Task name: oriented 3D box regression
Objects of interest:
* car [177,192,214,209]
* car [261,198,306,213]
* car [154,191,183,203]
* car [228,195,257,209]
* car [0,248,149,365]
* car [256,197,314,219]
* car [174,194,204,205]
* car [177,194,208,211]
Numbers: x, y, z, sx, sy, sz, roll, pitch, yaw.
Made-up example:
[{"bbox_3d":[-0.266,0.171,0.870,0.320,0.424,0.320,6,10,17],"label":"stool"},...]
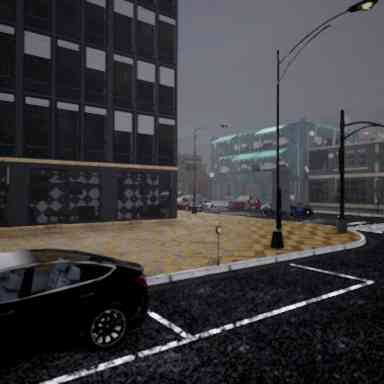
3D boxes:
[{"bbox_3d":[0.405,1.112,36.604,2.128,1.511,4.902,0,1,-36],"label":"car"},{"bbox_3d":[9.339,1.318,34.217,1.802,1.307,4.206,1,0,-36],"label":"car"},{"bbox_3d":[-3.770,0.772,52.110,2.192,1.841,5.009,1,0,-36],"label":"car"},{"bbox_3d":[6.062,1.108,38.692,1.967,1.590,4.097,1,0,-36],"label":"car"},{"bbox_3d":[-2.680,1.566,4.643,4.313,1.339,1.947,0,0,-35],"label":"car"},{"bbox_3d":[7.591,1.338,26.790,1.994,1.385,4.181,0,1,-36],"label":"car"},{"bbox_3d":[-0.497,1.079,47.638,2.008,1.369,4.403,1,0,-36],"label":"car"},{"bbox_3d":[-0.700,1.215,33.737,1.802,1.307,4.206,1,0,-36],"label":"car"}]
